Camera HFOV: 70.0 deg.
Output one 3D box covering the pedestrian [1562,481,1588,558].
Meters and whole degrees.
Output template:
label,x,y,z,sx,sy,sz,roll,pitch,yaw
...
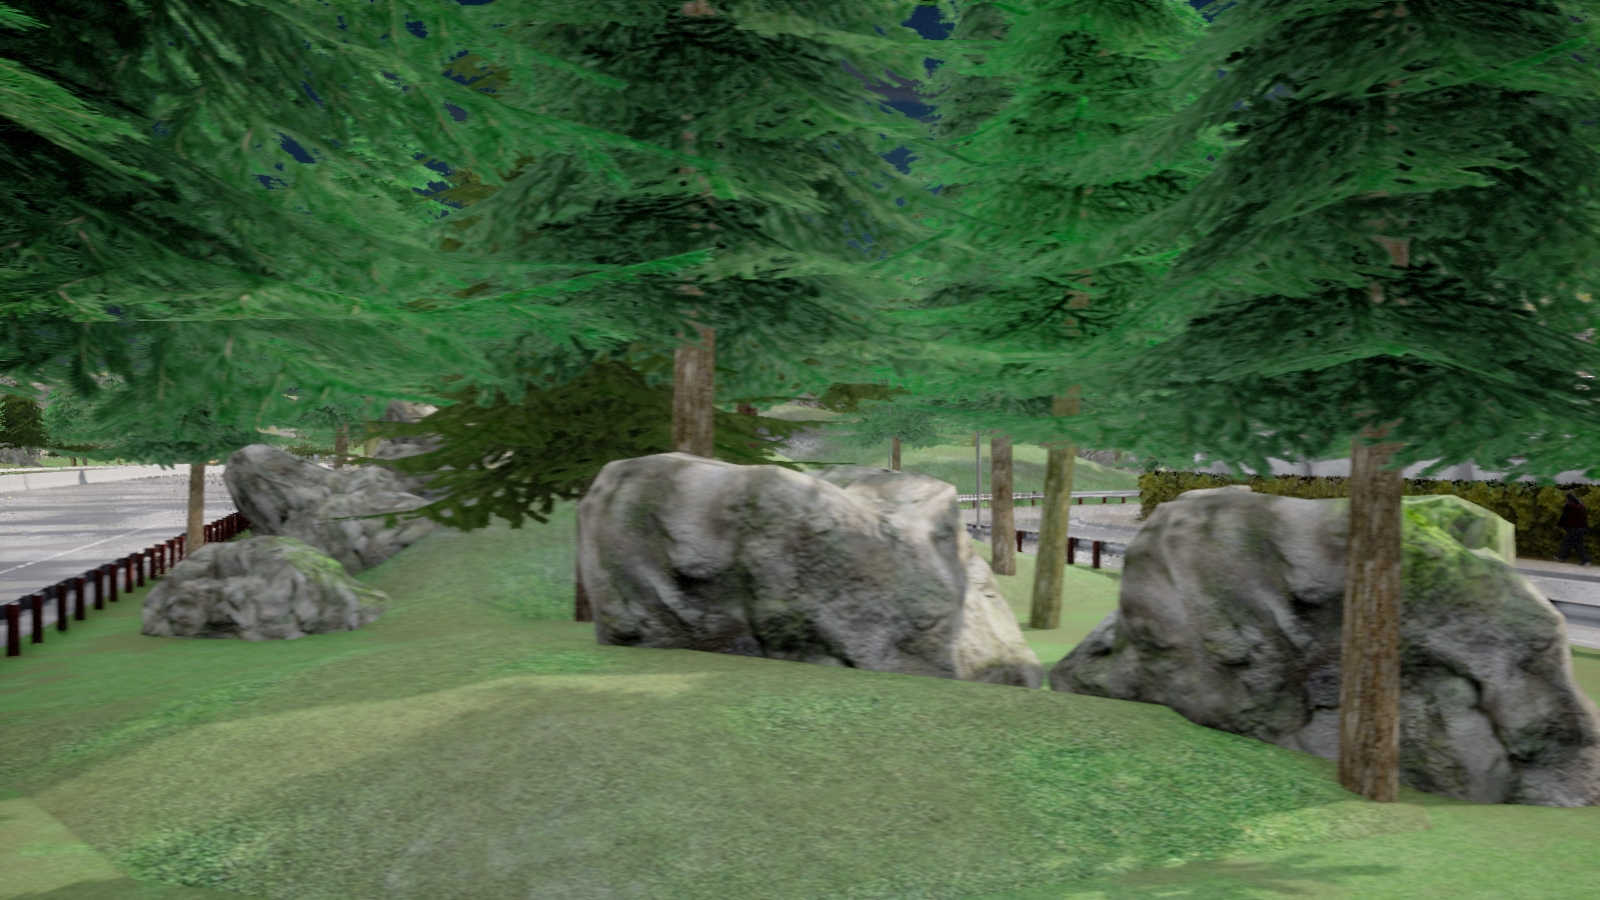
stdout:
label,x,y,z,sx,sy,sz,roll,pitch,yaw
pedestrian,18.915,1.689,27.903,0.375,1.860,0.375,0,0,-19
